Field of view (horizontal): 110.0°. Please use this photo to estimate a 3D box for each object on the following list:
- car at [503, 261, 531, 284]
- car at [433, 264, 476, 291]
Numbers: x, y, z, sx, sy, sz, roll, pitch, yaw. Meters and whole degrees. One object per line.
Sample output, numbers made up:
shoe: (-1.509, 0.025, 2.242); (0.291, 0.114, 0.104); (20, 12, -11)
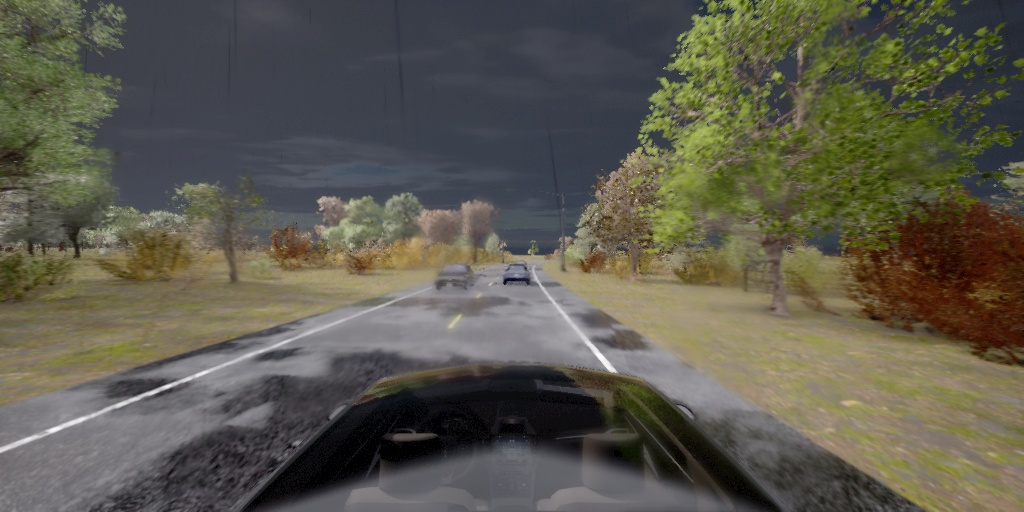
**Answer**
car: (0.389, 1.317, 27.030); (1.994, 1.385, 4.181); (0, 0, 2)
car: (-3.340, 1.206, 21.986); (2.033, 1.411, 5.357); (0, 0, 1)
